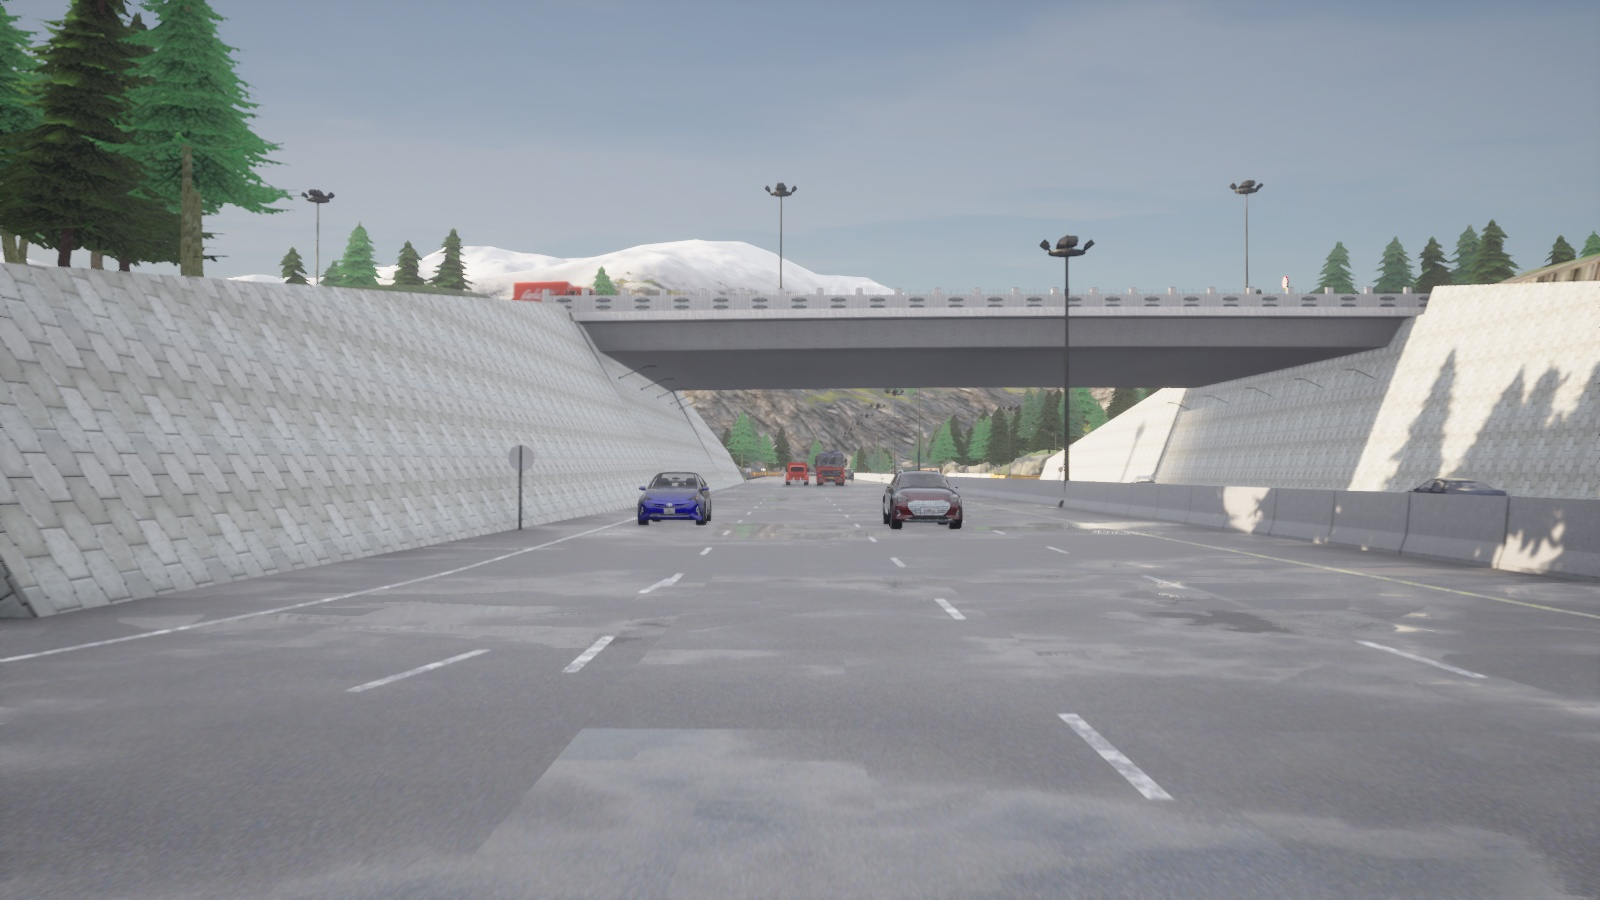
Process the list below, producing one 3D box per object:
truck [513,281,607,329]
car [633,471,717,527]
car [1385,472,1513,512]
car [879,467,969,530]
[{"bbox_3d":[-14.672,-8.865,77.088,5.204,2.467,2.627,-1,-1,0],"label":"truck"},{"bbox_3d":[-3.589,1.391,36.761,2.007,1.525,4.514,0,-1,0],"label":"car"},{"bbox_3d":[24.385,1.558,47.423,2.033,1.411,5.357,0,-1,0],"label":"car"},{"bbox_3d":[3.414,1.325,35.487,2.033,1.649,4.856,0,-1,0],"label":"car"}]
